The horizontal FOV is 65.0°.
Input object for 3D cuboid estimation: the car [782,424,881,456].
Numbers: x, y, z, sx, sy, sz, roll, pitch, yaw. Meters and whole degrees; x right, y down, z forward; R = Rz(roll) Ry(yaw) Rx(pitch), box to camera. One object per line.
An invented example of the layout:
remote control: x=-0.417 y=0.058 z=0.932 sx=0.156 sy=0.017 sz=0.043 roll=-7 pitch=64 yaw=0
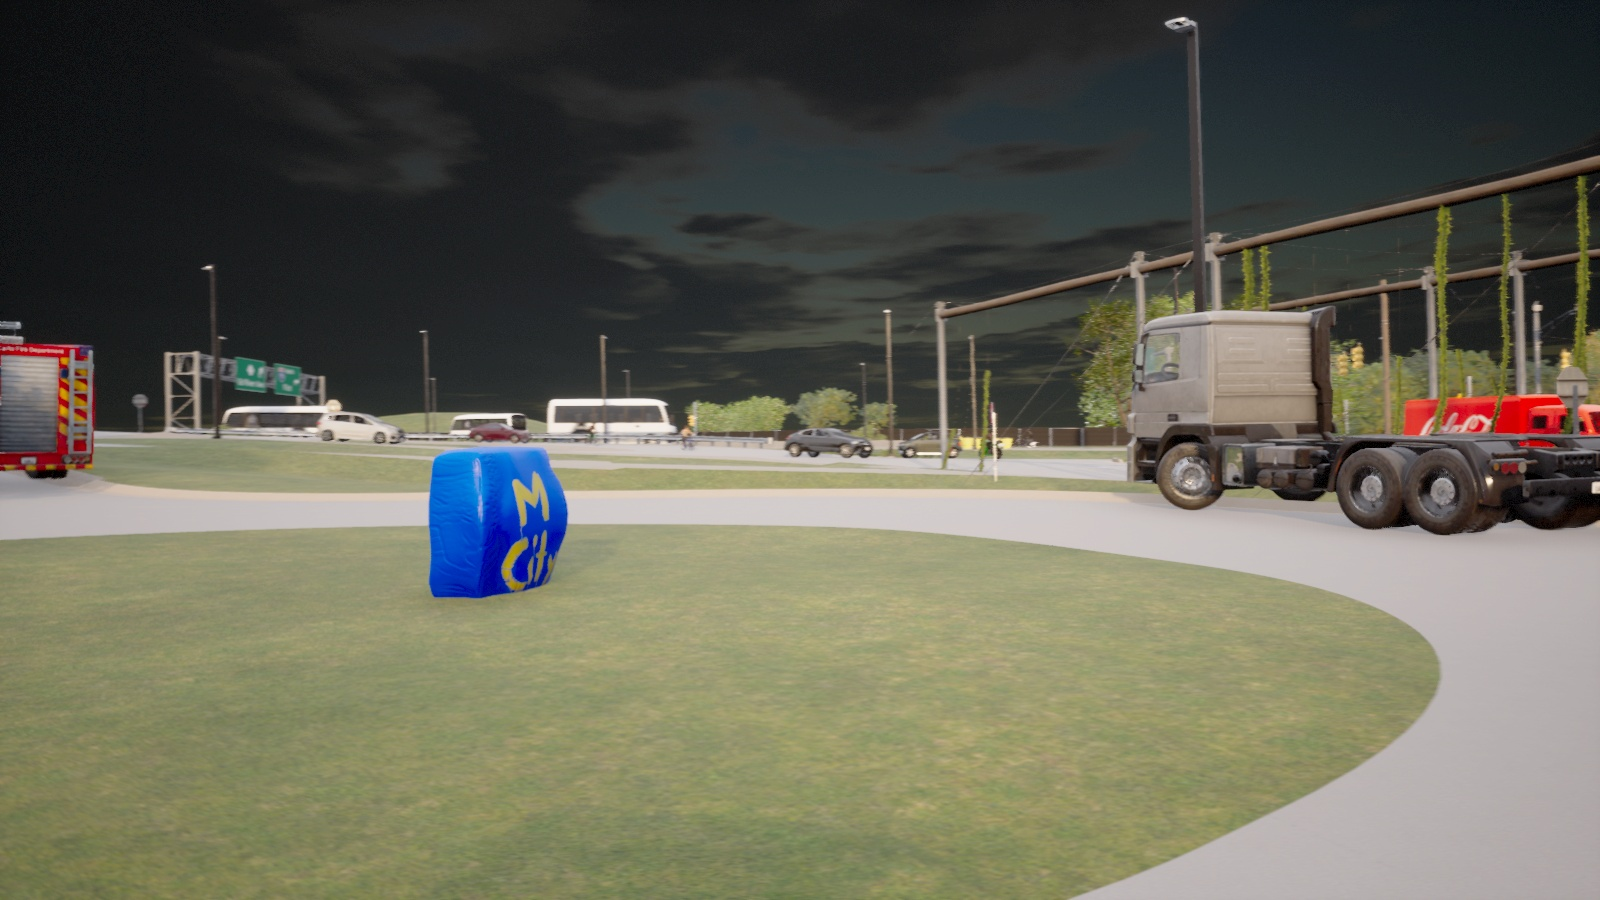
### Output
car: x=1.720 y=-0.534 z=68.703 sx=5.027 sy=1.651 sz=2.152 roll=1 pitch=0 yaw=34

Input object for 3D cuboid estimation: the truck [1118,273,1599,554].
truck: x=8.654 y=-0.601 z=19.693 sx=2.891 sy=3.462 sz=7.936 roll=-1 pitch=2 yaw=-23

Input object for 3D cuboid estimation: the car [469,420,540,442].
car: x=-21.478 y=-1.405 z=91.312 sx=4.674 sy=1.442 sz=1.812 roll=2 pitch=1 yaw=14

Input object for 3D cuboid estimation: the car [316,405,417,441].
car: x=-23.749 y=-1.456 z=68.922 sx=4.611 sy=1.667 sz=2.242 roll=3 pitch=0 yaw=5

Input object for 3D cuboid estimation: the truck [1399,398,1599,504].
truck: x=18.457 y=-0.015 z=32.140 sx=2.627 sy=2.467 sz=5.204 roll=-1 pitch=1 yaw=-24

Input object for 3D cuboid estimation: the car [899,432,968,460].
car: x=7.665 y=-0.215 z=72.395 sx=3.705 sy=1.549 sz=1.789 roll=1 pitch=0 yaw=-3

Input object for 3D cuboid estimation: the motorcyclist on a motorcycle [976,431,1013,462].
motorcyclist on a motorcycle: x=9.973 y=-0.191 z=64.551 sx=0.797 sy=1.523 sz=2.044 roll=0 pitch=2 yaw=-27

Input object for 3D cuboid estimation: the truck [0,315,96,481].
truck: x=-21.380 y=-1.471 z=32.009 sx=8.468 sy=3.827 sz=2.891 roll=5 pitch=3 yaw=38
